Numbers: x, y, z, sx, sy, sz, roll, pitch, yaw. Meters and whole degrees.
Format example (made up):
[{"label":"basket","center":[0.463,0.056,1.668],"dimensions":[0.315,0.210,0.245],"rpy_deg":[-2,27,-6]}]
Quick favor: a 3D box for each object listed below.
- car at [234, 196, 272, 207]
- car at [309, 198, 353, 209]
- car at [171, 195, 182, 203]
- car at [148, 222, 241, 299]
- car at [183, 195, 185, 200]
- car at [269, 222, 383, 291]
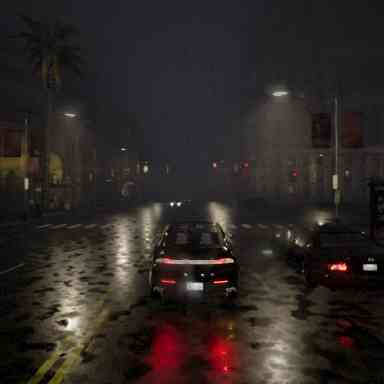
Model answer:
[{"label":"car","center":[9.510,1.477,50.379],"dimensions":[5.008,1.535,1.882],"rpy_deg":[0,1,26]},{"label":"car","center":[18.726,1.547,44.749],"dimensions":[5.357,1.411,2.033],"rpy_deg":[0,0,0]},{"label":"car","center":[-3.492,1.594,71.623],"dimensions":[1.895,1.301,4.718],"rpy_deg":[0,0,0]},{"label":"car","center":[0.060,1.491,8.425],"dimensions":[2.128,1.511,4.902],"rpy_deg":[0,0,0]},{"label":"car","center":[-3.488,1.477,82.907],"dimensions":[1.882,1.535,5.008],"rpy_deg":[0,0,0]},{"label":"car","center":[3.563,1.547,9.127],"dimensions":[2.033,1.411,5.357],"rpy_deg":[0,0,0]}]
